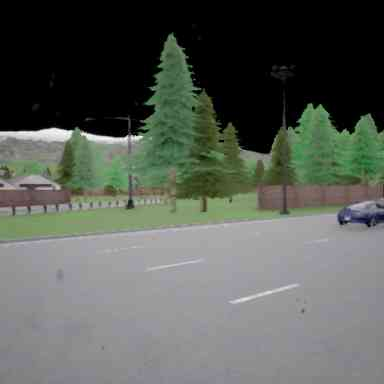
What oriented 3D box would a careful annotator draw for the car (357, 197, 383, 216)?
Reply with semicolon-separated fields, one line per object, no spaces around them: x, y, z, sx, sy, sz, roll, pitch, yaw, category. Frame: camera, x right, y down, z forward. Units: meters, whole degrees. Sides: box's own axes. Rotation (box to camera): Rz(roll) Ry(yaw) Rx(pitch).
16.164;1.197;28.273;4.181;1.385;1.994;-1;1;-35;car

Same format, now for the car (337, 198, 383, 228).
10.510;1.276;19.839;4.674;1.442;1.812;-1;1;-35;car
